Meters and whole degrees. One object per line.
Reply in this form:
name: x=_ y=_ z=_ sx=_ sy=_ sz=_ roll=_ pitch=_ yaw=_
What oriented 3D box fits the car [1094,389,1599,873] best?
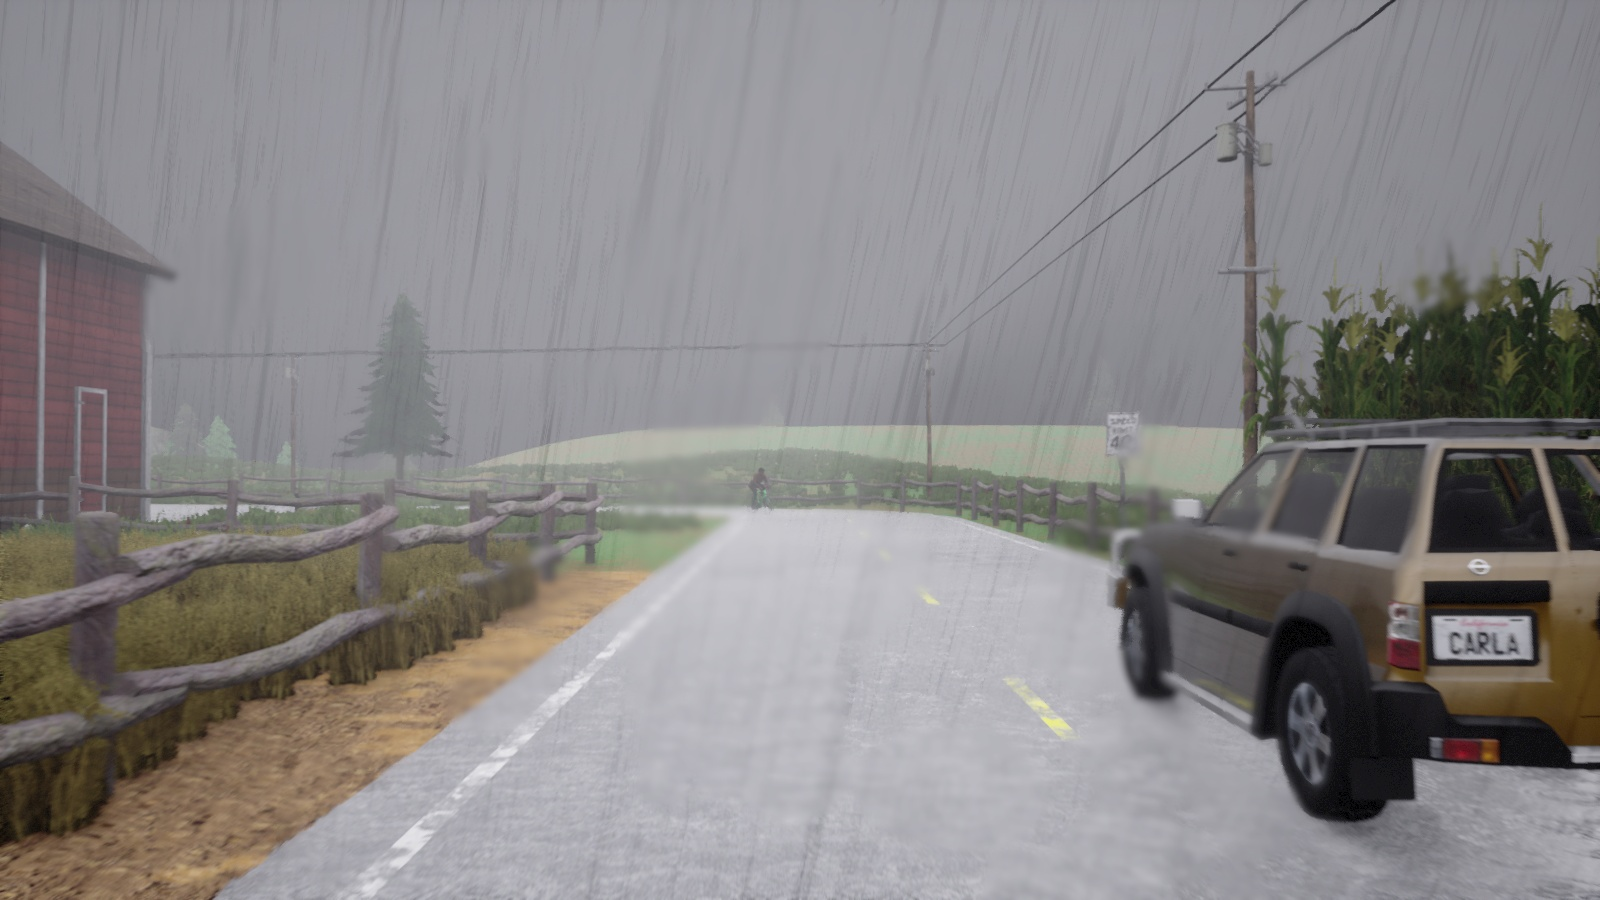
car: x=3.191 y=0.729 z=7.140 sx=1.932 sy=1.855 sz=4.605 roll=0 pitch=-1 yaw=0

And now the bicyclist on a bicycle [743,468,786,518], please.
bicyclist on a bicycle: x=-1.202 y=1.435 z=42.300 sx=0.582 sy=1.620 sz=1.656 roll=-6 pitch=2 yaw=-30
